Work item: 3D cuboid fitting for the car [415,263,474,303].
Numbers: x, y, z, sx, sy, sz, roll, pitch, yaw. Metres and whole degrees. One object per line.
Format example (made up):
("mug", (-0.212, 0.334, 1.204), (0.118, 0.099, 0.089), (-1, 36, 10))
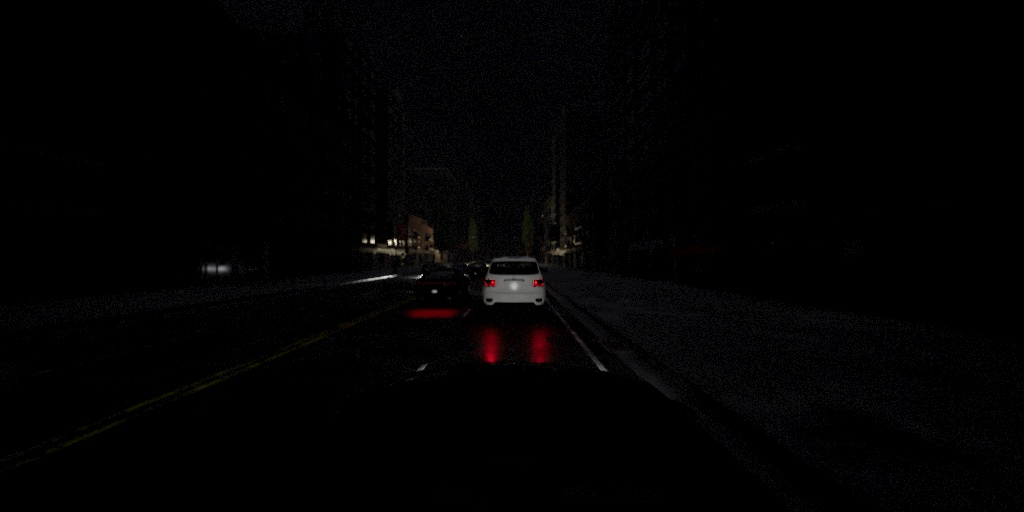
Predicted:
("car", (-3.168, 1.304, 17.163), (1.882, 1.535, 5.008), (0, 0, 0))

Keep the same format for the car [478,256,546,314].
("car", (0.079, 1.034, 14.199), (2.150, 2.045, 5.566), (0, 0, 0))

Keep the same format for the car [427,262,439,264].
("car", (-9.864, 1.446, 44.326), (2.128, 1.511, 4.902), (0, 0, 0))

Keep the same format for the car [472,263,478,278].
("car", (-3.175, 1.384, 33.710), (1.882, 1.535, 5.008), (0, 0, 0))
